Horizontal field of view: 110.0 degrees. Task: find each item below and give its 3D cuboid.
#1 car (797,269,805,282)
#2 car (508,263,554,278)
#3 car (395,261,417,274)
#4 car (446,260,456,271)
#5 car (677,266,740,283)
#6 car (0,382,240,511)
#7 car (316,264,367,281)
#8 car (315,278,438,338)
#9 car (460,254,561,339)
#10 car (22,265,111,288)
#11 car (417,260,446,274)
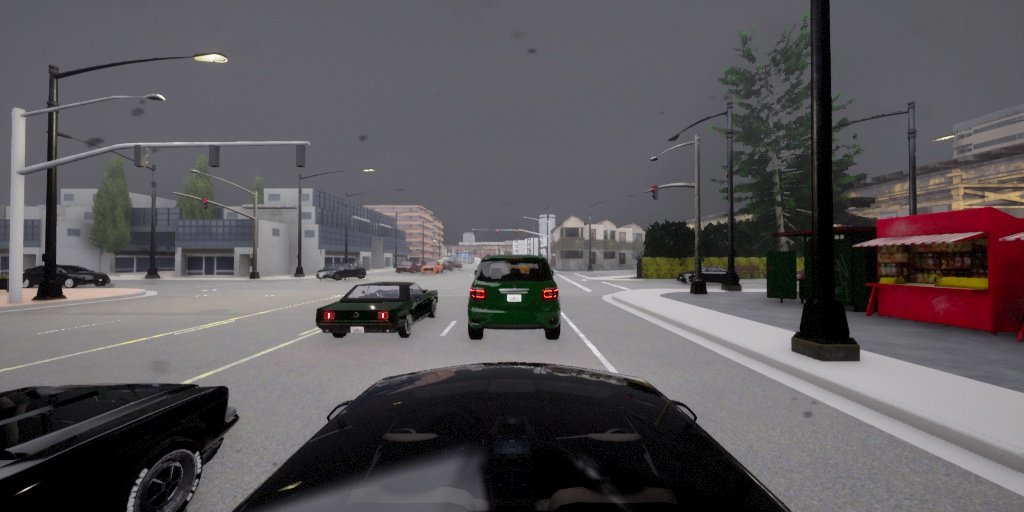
[{"bbox_3d":[23.250,1.409,27.020,4.674,1.442,1.812,0,-1,1],"label":"car"},{"bbox_3d":[2.101,1.509,38.632,5.008,1.535,1.882,0,0,-37],"label":"car"},{"bbox_3d":[-14.120,1.476,48.466,2.097,1.767,4.553,0,-1,0],"label":"car"},{"bbox_3d":[-10.608,1.734,57.168,1.994,1.385,4.181,0,0,0],"label":"car"},{"bbox_3d":[14.753,1.448,27.089,4.181,1.385,1.994,0,-1,0],"label":"car"},{"bbox_3d":[-3.402,1.351,1.084,1.895,1.301,4.718,0,0,0],"label":"car"},{"bbox_3d":[-15.211,1.449,32.247,2.128,1.511,4.902,0,-1,16],"label":"car"},{"bbox_3d":[-3.435,1.368,10.223,1.895,1.301,4.718,0,0,0],"label":"car"},{"bbox_3d":[0.062,0.986,10.206,2.150,2.045,5.566,0,0,0],"label":"car"},{"bbox_3d":[-29.637,1.343,23.733,4.892,1.490,1.837,0,-1,1],"label":"car"},{"bbox_3d":[-10.615,1.468,47.720,2.097,1.767,4.553,0,-1,0],"label":"car"}]
